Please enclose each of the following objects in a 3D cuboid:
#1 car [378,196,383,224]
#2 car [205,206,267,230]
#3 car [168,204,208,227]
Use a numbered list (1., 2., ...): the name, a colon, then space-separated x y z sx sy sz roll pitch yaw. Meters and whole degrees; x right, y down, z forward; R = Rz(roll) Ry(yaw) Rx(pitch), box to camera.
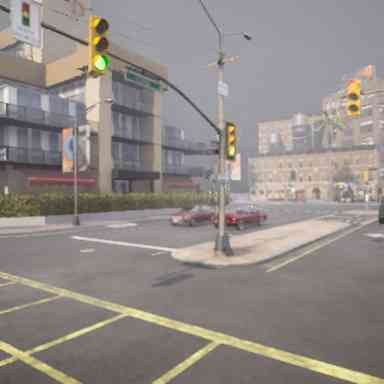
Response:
1. car: 14.938 1.234 24.081 2.150 2.045 5.566 0 0 36
2. car: 3.132 1.667 21.709 1.895 1.301 4.718 0 0 36
3. car: 0.283 1.615 23.742 1.812 1.442 4.674 0 0 36
